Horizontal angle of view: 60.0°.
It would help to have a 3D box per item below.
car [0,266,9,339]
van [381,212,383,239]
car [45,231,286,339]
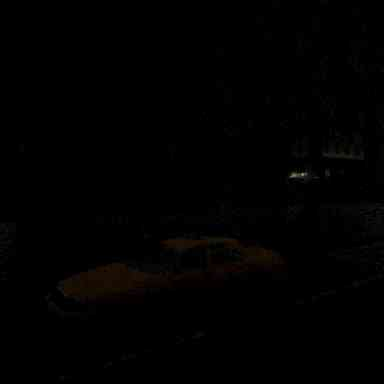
[{"bbox_3d":[-4.660,1.332,3.329,5.009,1.841,2.192,-1,0,-36],"label":"car"},{"bbox_3d":[9.114,1.219,13.159,3.998,1.788,1.690,-1,0,-36],"label":"van"},{"bbox_3d":[-0.205,1.497,6.507,4.829,1.417,1.752,-1,0,-36],"label":"car"}]
